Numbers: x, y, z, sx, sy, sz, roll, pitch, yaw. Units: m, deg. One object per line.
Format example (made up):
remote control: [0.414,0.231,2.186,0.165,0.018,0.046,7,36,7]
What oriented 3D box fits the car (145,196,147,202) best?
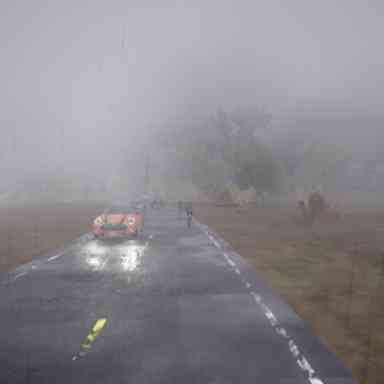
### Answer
car: [-10.604,1.591,73.514,1.882,1.535,5.008,0,0,-17]

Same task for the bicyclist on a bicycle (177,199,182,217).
bicyclist on a bicycle: [-1.053,1.485,30.404,0.582,1.620,1.656,0,0,-7]

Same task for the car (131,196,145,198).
car: [-10.144,1.441,59.802,2.097,1.767,4.553,0,0,-13]

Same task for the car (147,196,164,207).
car: [-5.758,1.424,54.277,2.097,1.767,4.553,0,0,-12]

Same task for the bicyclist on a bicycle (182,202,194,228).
bicyclist on a bicycle: [-0.142,1.474,21.361,0.582,1.620,1.656,0,0,-5]

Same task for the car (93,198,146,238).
car: [-3.819,1.375,17.750,2.097,1.767,4.553,0,0,-4]
